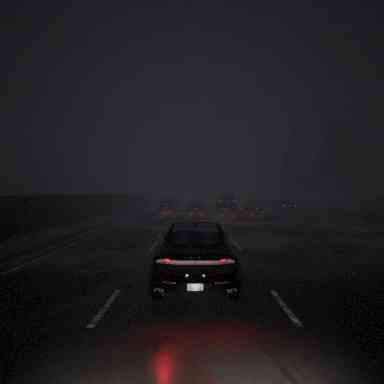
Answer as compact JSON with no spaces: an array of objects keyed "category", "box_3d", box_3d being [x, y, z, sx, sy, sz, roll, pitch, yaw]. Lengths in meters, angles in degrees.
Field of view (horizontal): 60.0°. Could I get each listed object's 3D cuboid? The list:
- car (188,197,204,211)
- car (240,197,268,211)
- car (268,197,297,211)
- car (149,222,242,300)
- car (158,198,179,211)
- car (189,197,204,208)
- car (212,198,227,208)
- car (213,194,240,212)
[{"category":"car","box_3d":[0.487,1.601,40.269,1.895,1.301,4.718,0,0,1]},{"category":"car","box_3d":[7.491,1.601,40.599,1.895,1.301,4.718,0,0,1]},{"category":"car","box_3d":[10.980,1.547,39.692,2.033,1.411,5.357,0,0,1]},{"category":"car","box_3d":[0.089,1.492,8.379,2.128,1.511,4.902,0,0,1]},{"category":"car","box_3d":[-3.008,1.505,40.700,1.837,1.490,4.892,0,0,1]},{"category":"car","box_3d":[0.601,1.492,49.409,2.128,1.511,4.902,0,0,1]},{"category":"car","box_3d":[4.101,1.601,49.395,1.895,1.301,4.718,0,0,1]},{"category":"car","box_3d":[3.981,1.221,39.809,2.150,2.045,5.566,0,0,1]}]
